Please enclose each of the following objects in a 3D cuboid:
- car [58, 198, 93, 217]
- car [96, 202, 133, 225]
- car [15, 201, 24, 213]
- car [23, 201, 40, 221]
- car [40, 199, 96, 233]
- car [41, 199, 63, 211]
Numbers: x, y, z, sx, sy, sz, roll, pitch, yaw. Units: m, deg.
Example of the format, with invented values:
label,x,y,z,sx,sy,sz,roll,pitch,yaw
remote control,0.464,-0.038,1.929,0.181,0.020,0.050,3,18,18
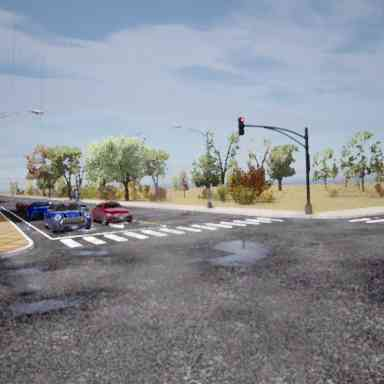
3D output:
label,x,y,z,sx,sy,sz,roll,pitch,yaw
car,-11.470,1.461,32.547,2.128,1.511,4.902,-3,1,-32
car,-5.801,1.436,23.542,1.812,1.442,4.674,-3,1,-32
car,-20.730,1.772,41.200,1.895,1.301,4.718,-3,1,-32
car,-13.346,1.572,29.430,1.882,1.535,5.008,-3,1,-32
car,-7.702,1.388,20.385,2.097,1.767,4.553,-3,1,-31
car,-18.490,1.644,43.744,1.895,1.301,4.718,-3,1,-32
